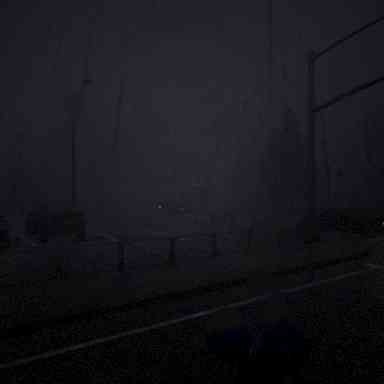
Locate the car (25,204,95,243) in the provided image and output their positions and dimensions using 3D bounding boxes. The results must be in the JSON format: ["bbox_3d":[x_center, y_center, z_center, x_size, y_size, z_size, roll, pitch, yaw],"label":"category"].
[{"bbox_3d":[-6.347,1.342,15.318,2.007,1.523,4.514,0,0,-36],"label":"car"}]

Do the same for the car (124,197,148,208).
[{"bbox_3d":[-8.050,1.491,47.557,1.882,1.535,5.008,0,0,-36],"label":"car"}]

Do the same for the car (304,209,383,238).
[{"bbox_3d":[8.684,1.612,18.274,1.895,1.301,4.718,0,0,-33],"label":"car"}]

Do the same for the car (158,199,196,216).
[{"bbox_3d":[-1.499,1.515,32.535,1.837,1.490,4.892,0,0,-36],"label":"car"}]

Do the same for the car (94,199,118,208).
[{"bbox_3d":[-12.264,1.667,47.331,1.895,1.301,4.718,0,0,-36],"label":"car"}]

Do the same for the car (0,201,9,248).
[{"bbox_3d":[-8.862,1.331,13.442,2.152,1.636,5.027,0,0,-36],"label":"car"}]

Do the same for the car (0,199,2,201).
[{"bbox_3d":[-21.574,1.376,36.435,1.845,1.501,3.633,0,0,-36],"label":"car"}]
